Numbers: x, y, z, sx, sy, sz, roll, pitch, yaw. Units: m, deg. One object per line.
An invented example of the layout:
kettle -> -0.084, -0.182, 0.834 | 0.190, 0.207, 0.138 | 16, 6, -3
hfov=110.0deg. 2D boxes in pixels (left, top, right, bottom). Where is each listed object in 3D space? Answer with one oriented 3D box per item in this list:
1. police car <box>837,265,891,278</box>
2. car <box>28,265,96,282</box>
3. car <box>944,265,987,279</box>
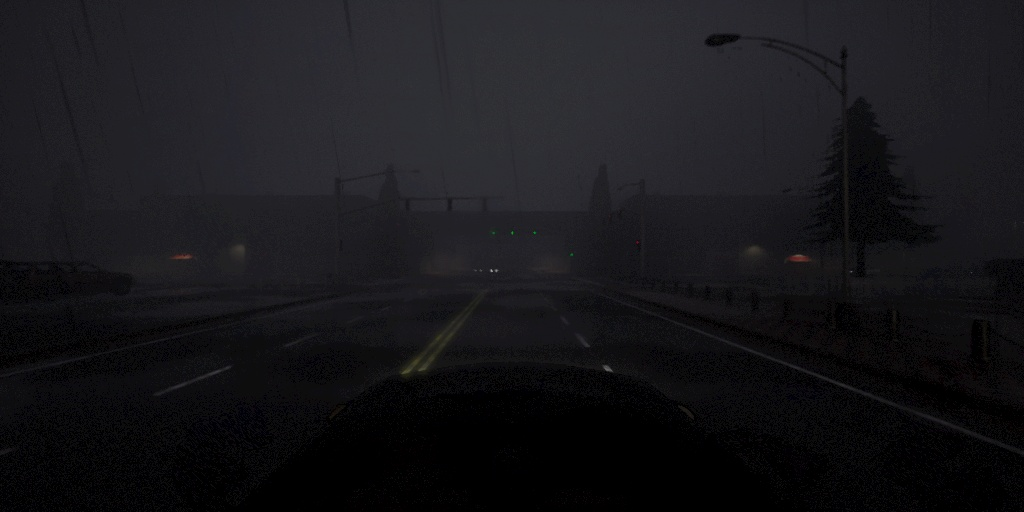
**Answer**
police car -> 40.896, 1.816, 41.889 | 4.974, 1.542, 2.038 | 0, -1, 0
car -> -49.172, 1.875, 39.220 | 4.718, 1.301, 1.895 | 0, -1, 2
car -> 50.251, 1.756, 38.371 | 4.902, 1.511, 2.128 | 0, -1, 0
